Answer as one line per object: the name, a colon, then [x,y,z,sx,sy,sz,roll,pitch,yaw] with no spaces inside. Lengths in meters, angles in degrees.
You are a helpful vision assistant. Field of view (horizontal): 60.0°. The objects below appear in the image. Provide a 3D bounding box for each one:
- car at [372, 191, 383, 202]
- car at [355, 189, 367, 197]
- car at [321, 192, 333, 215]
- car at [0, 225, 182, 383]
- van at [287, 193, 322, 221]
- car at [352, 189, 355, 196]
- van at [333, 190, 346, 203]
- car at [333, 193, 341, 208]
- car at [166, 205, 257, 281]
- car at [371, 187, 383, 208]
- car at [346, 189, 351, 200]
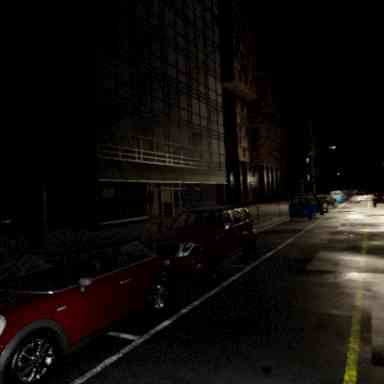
car: [27.395,0.633,48.424,2.128,1.511,4.902,-3,-1,28]
car: [41.722,0.341,81.462,2.033,1.411,5.357,-3,-1,28]
car: [11.117,1.078,30.272,2.192,1.841,5.009,-3,-1,28]
car: [-2.134,1.606,5.558,1.967,1.590,4.097,-3,-1,28]
van: [8.467,1.184,25.329,1.690,1.788,3.998,-3,-1,28]
car: [34.909,0.577,74.604,1.752,1.417,4.829,-3,-1,28]
van: [21.724,0.784,50.043,1.690,1.788,3.998,-3,-1,28]
car: [16.431,1.153,40.155,2.008,1.369,4.403,-3,-1,28]
car: [0.511,1.400,10.502,2.192,1.841,5.009,-3,-1,28]
car: [20.720,0.565,35.944,2.150,2.045,5.566,-3,0,29]
car: [27.032,0.724,59.927,1.967,1.590,4.097,-3,-1,28]
